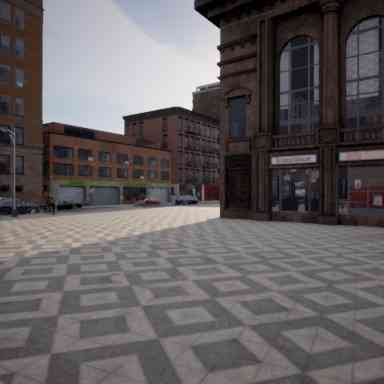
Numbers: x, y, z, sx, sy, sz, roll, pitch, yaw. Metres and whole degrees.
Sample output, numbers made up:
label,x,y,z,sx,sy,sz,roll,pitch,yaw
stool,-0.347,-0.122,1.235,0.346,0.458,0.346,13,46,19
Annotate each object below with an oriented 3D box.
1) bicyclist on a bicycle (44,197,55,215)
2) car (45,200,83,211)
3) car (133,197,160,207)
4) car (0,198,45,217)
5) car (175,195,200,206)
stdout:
label,x,y,z,sx,sy,sz,roll,pitch,yaw
bicyclist on a bicycle,-13.015,1.285,30.370,1.656,1.620,0.582,0,0,36
car,-15.094,1.569,38.148,1.895,1.301,4.718,0,0,36
car,-6.687,1.478,49.761,1.812,1.442,4.674,0,0,36
car,-16.542,1.333,30.662,2.097,1.767,4.553,0,0,36
car,-0.627,1.301,52.805,2.097,1.767,4.553,0,0,36
